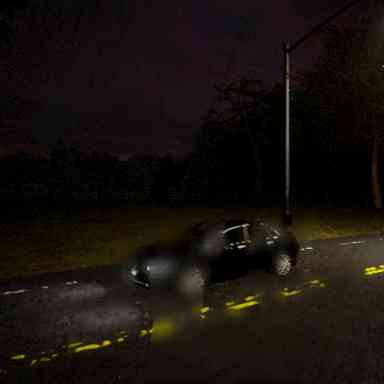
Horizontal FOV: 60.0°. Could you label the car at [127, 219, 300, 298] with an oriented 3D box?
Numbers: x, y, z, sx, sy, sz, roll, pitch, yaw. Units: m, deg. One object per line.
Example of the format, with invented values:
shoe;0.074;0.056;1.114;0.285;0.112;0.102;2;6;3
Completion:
car;0.740;1.512;8.622;4.892;1.490;1.837;0;-1;-34
